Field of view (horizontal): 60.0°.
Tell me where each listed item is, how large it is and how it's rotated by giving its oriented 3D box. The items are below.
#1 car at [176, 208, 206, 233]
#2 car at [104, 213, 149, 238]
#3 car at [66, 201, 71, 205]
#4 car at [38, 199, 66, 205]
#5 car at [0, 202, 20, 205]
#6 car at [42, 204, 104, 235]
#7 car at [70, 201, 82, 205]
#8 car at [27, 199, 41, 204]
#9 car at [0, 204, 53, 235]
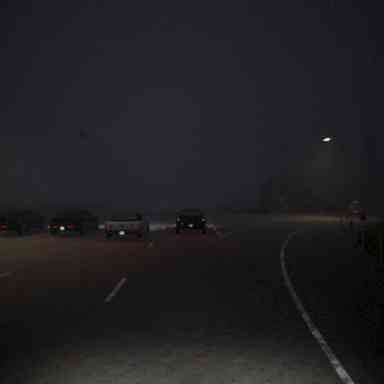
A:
[{"bbox_3d":[-0.084,1.778,21.468,1.812,1.442,4.674,0,-1,0],"label":"car"},{"bbox_3d":[-3.572,1.821,19.081,1.895,1.301,4.718,0,-1,-1],"label":"car"},{"bbox_3d":[-28.626,3.019,76.158,2.150,2.045,5.566,0,-3,0],"label":"car"},{"bbox_3d":[-25.011,2.535,59.560,1.882,1.535,5.008,0,-2,0],"label":"car"},{"bbox_3d":[-24.947,2.072,43.474,1.994,1.385,4.181,0,-1,0],"label":"car"},{"bbox_3d":[-7.079,1.749,20.514,1.837,1.490,4.892,0,-1,0],"label":"car"},{"bbox_3d":[-25.115,3.260,74.748,1.812,1.442,4.674,0,-3,0],"label":"car"},{"bbox_3d":[-28.507,2.347,61.392,2.150,2.045,5.566,0,-2,0],"label":"car"},{"bbox_3d":[-10.578,1.739,20.475,1.837,1.490,4.892,0,-1,0],"label":"car"}]
